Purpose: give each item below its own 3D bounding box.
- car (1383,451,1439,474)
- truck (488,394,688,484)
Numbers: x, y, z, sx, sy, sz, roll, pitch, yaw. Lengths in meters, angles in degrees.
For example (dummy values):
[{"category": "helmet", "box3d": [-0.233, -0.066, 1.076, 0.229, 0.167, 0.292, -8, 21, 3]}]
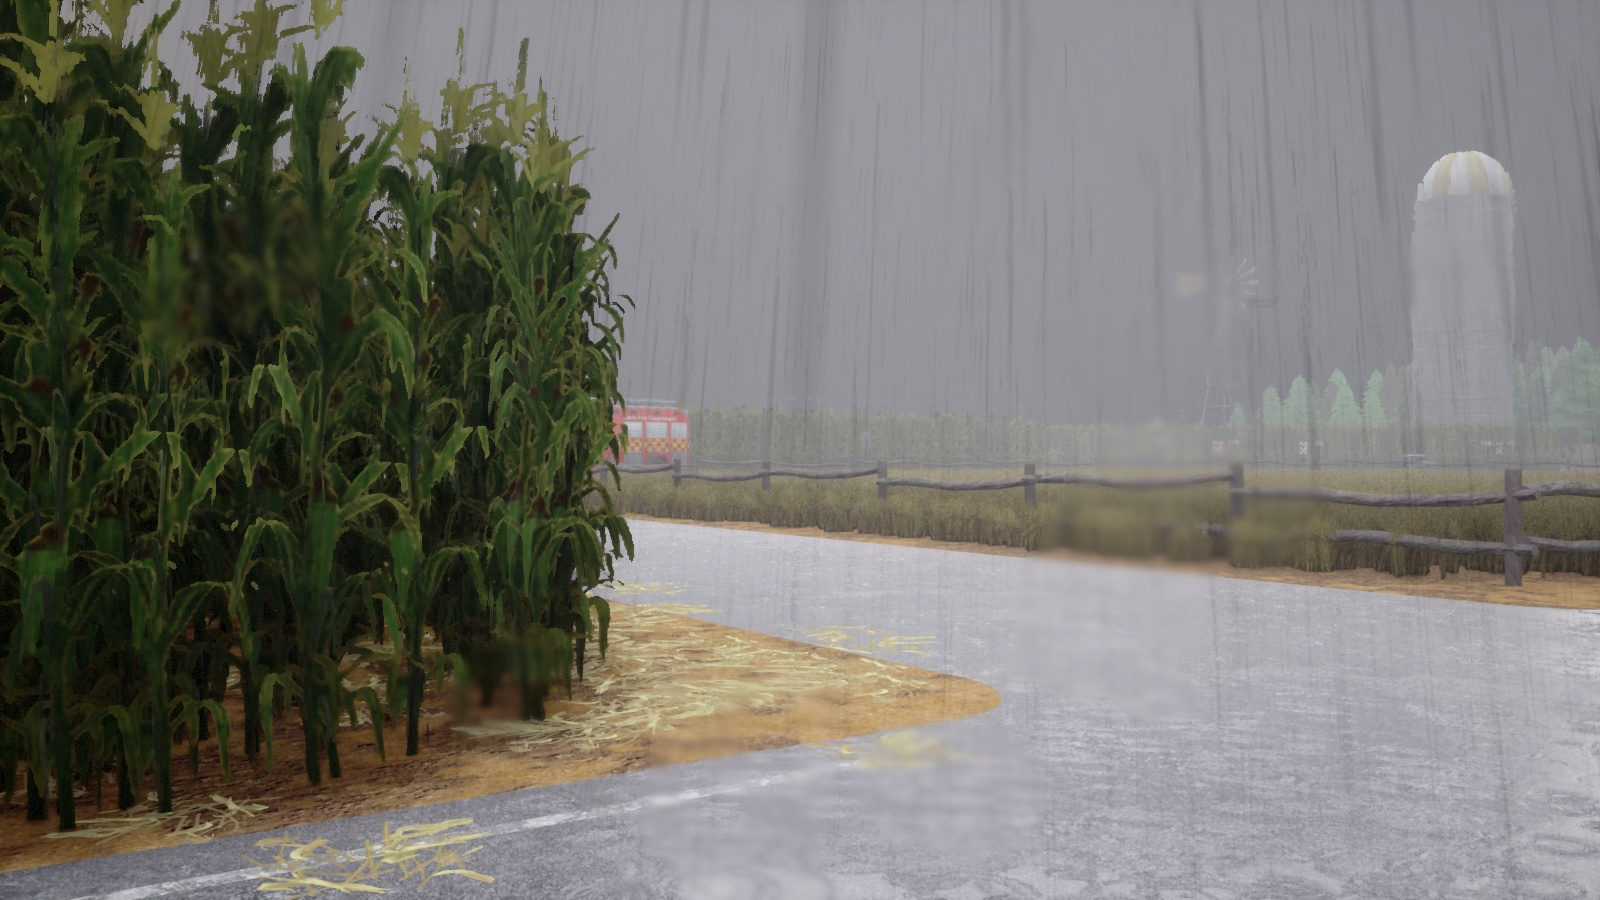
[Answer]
[{"category": "car", "box3d": [40.201, 0.827, 82.692, 1.970, 1.475, 3.806, 0, 0, 4]}, {"category": "truck", "box3d": [-9.525, -0.425, 56.943, 8.468, 3.827, 2.891, 1, -1, -34]}]
